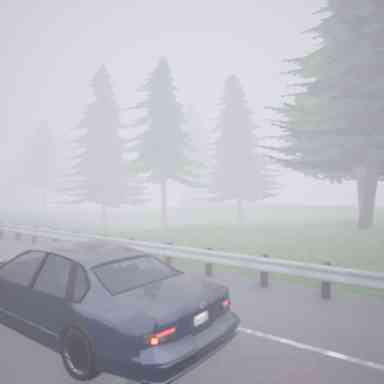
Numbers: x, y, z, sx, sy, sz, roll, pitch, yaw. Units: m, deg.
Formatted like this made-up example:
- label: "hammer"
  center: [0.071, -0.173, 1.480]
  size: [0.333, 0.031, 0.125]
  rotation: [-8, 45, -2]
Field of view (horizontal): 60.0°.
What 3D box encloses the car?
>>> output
- label: "car"
  center: [-1.907, 1.536, 5.444]
  size: [5.357, 1.411, 2.033]
  rotation: [0, 0, 37]
